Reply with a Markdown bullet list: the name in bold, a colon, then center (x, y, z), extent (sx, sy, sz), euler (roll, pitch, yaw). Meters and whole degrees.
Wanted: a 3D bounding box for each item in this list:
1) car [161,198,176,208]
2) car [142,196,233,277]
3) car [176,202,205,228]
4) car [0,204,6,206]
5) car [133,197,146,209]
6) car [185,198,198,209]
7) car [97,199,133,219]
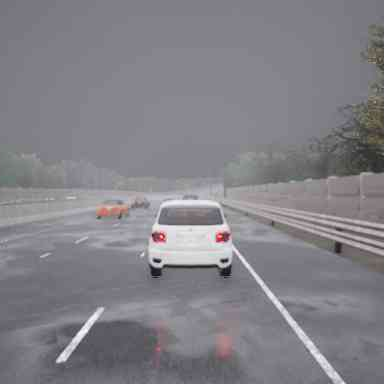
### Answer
- **car**: center (-3.597, 1.708, 51.832), extent (2.033, 1.411, 5.357), euler (0, 0, 0)
- **car**: center (-0.035, 1.254, 10.496), extent (2.150, 2.045, 5.566), euler (0, 0, 0)
- **car**: center (-0.085, 1.554, 24.100), extent (1.882, 1.535, 5.008), euler (0, 0, 0)
- **car**: center (-17.650, 1.584, 28.205), extent (2.128, 1.511, 4.902), euler (0, 0, 0)
- **car**: center (-7.073, 1.500, 46.775), extent (2.097, 1.767, 4.553), euler (0, 0, 0)
- **car**: center (-0.075, 1.655, 48.071), extent (1.837, 1.490, 4.892), euler (0, 0, -1)
- **car**: center (-7.007, 1.447, 30.161), extent (2.097, 1.767, 4.553), euler (0, 0, 0)
